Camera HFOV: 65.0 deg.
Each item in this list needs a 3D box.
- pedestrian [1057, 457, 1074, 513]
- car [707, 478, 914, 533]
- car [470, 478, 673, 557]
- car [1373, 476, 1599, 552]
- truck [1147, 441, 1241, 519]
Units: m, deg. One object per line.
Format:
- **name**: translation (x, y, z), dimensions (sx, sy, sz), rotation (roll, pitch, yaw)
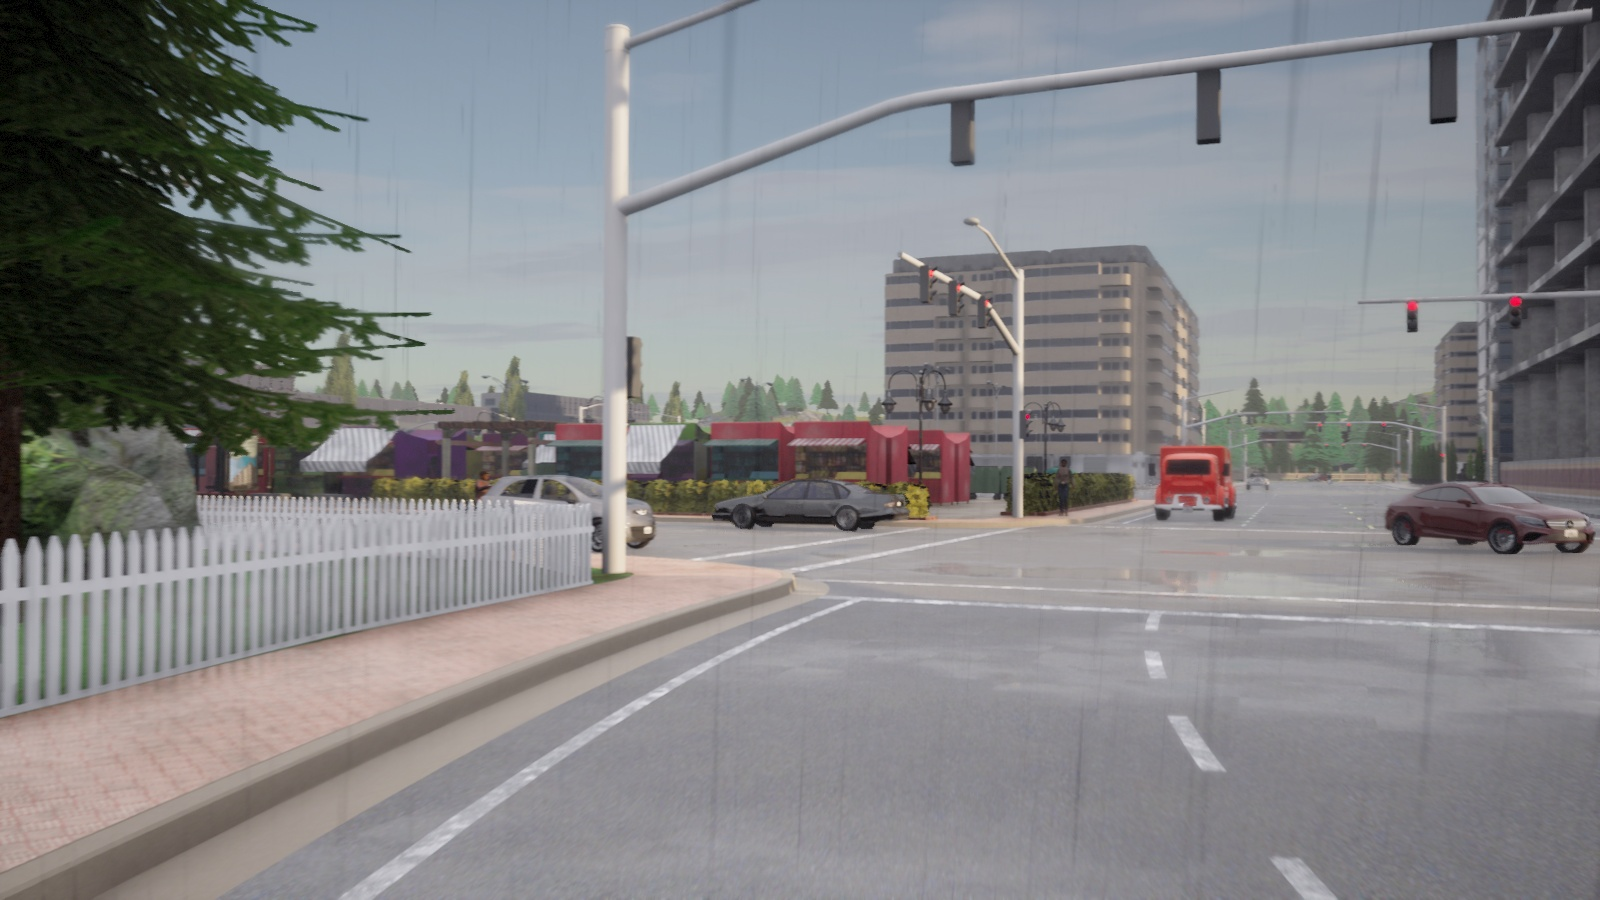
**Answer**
- **pedestrian**: translation (8.526, 1.117, 40.286), dimensions (0.328, 1.805, 0.869), rotation (-1, -1, 24)
- **car**: translation (0.298, 1.499, 34.739), dimensions (5.357, 1.411, 2.033), rotation (-1, -1, 20)
- **car**: translation (-4.622, 1.326, 25.506), dimensions (3.633, 1.501, 1.845), rotation (-1, -1, 22)
- **car**: translation (14.687, 1.294, 26.943), dimensions (1.812, 1.442, 4.674), rotation (0, -1, -14)
- **truck**: translation (13.361, 0.996, 42.397), dimensions (2.627, 2.467, 5.204), rotation (-1, -1, 22)
